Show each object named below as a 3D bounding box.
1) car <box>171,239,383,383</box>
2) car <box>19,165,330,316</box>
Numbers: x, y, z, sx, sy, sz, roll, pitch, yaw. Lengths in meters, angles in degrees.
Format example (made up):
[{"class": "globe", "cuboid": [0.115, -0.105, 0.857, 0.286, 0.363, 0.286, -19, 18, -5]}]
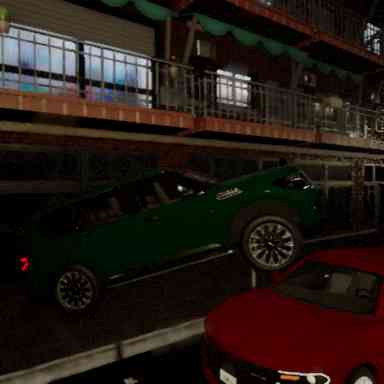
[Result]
[{"class": "car", "cuboid": [2.175, 1.477, 4.413, 4.507, 1.381, 1.887, -1, 0, -35]}, {"class": "car", "cuboid": [-0.499, 0.602, 6.250, 5.566, 2.045, 2.150, -19, -1, 11]}]
